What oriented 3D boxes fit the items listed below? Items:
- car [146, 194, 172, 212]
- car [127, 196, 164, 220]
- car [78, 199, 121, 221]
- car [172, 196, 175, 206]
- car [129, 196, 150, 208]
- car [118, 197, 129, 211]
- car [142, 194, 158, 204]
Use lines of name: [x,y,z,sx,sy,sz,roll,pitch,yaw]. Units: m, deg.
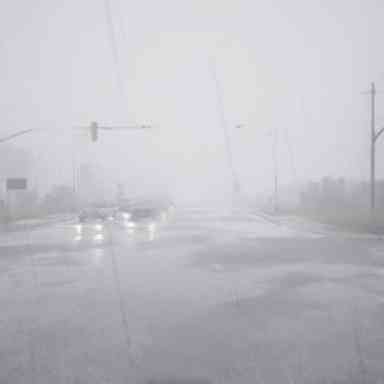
car: [-3.593,1.278,36.348,1.882,1.535,5.008,0,0,0]
car: [-3.596,1.331,26.769,1.882,1.535,5.008,0,0,0]
car: [-7.107,1.460,25.582,1.895,1.301,4.718,0,0,1]
car: [-3.562,1.094,47.065,2.097,1.767,4.553,0,0,0]
car: [-7.067,1.298,45.409,2.033,1.411,5.357,0,0,1]
car: [-7.094,1.313,34.896,1.837,1.490,4.892,0,0,0]
car: [-7.034,1.170,56.106,1.882,1.535,5.008,0,0,1]
